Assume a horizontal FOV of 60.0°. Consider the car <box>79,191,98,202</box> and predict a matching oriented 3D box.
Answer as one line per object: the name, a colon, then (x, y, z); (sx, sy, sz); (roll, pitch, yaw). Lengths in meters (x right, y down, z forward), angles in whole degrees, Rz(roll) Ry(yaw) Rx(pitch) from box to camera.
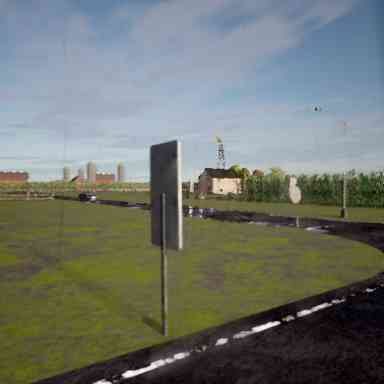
car: (-16.125, 0.660, 51.745); (2.128, 1.511, 4.902); (-1, 2, -36)
